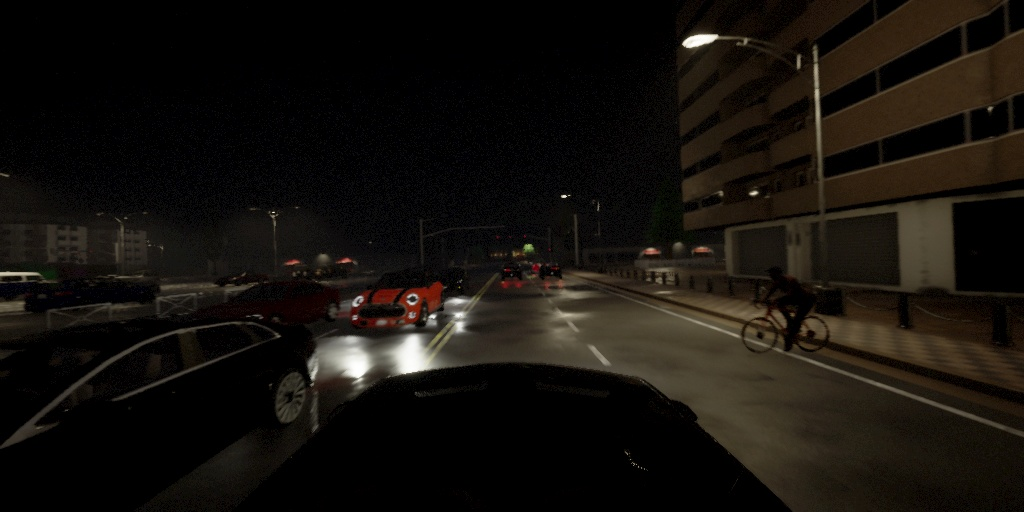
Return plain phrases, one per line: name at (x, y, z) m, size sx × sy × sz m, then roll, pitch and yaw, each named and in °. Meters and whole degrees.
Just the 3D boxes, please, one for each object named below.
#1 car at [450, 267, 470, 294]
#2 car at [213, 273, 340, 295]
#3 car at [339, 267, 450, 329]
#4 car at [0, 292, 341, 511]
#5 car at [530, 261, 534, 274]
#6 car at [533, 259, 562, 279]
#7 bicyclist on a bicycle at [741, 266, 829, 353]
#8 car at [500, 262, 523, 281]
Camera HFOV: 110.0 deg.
car at (-3.690, 1.484, 22.191) m, size 1.837 × 1.490 × 4.892 m, roll -2°, pitch 0°, yaw 0°
car at (-7.164, 1.520, 11.044) m, size 1.882 × 1.535 × 5.008 m, roll -2°, pitch 0°, yaw 0°
car at (-3.672, 1.280, 12.240) m, size 2.097 × 1.767 × 4.553 m, roll -2°, pitch 0°, yaw 0°
car at (-3.642, 1.372, 3.053) m, size 2.128 × 1.511 × 4.902 m, roll -2°, pitch 0°, yaw 0°
car at (3.361, 1.202, 44.227) m, size 2.097 × 1.767 × 4.553 m, roll -2°, pitch 0°, yaw 0°
car at (3.423, 1.282, 32.936) m, size 2.128 × 1.511 × 4.902 m, roll -2°, pitch 0°, yaw 0°
bicyclist on a bicycle at (5.094, 1.008, 6.703) m, size 1.656 × 1.620 × 0.582 m, roll -2°, pitch 0°, yaw 0°
car at (-0.036, 1.399, 32.705) m, size 2.128 × 1.511 × 4.902 m, roll -2°, pitch 0°, yaw 0°
